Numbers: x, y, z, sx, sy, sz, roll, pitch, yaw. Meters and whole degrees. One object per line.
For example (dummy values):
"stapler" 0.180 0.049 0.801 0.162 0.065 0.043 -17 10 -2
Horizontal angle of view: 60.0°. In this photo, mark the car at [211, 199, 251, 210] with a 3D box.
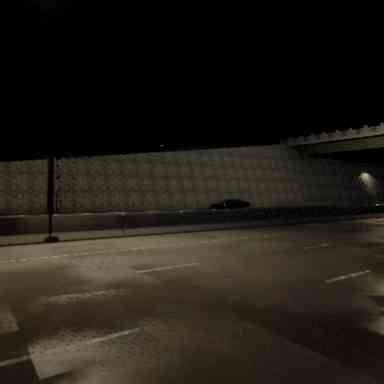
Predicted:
"car" 4.935 1.555 41.594 5.357 1.411 2.033 0 0 -35
